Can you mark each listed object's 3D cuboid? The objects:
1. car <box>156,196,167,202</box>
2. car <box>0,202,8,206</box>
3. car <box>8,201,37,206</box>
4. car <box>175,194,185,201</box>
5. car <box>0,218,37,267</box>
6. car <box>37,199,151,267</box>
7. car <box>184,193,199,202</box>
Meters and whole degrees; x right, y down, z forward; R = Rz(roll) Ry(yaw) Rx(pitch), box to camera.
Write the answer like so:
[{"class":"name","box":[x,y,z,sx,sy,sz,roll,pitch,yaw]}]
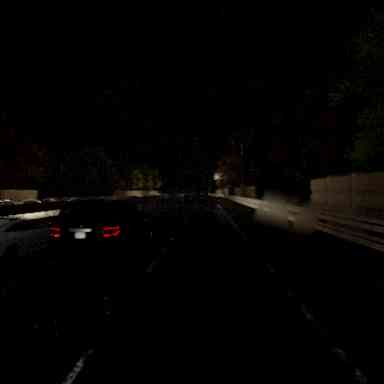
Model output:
[{"class":"car","box":[-7.020,1.659,76.907,1.994,1.385,4.181,-1,0,3]},{"class":"car","box":[-22.741,1.941,39.666,1.994,1.385,4.181,-1,0,3]},{"class":"car","box":[-19.250,1.843,39.492,1.812,1.442,4.674,-1,0,3]},{"class":"car","box":[-3.167,1.580,84.803,2.033,1.411,5.357,-1,0,3]},{"class":"car","box":[-6.416,1.632,11.668,1.812,1.442,4.674,-1,0,3]},{"class":"car","box":[-2.916,1.269,11.719,2.150,2.045,5.566,-1,0,3]},{"class":"car","box":[-0.008,1.528,77.050,2.033,1.411,5.357,-1,0,3]}]
